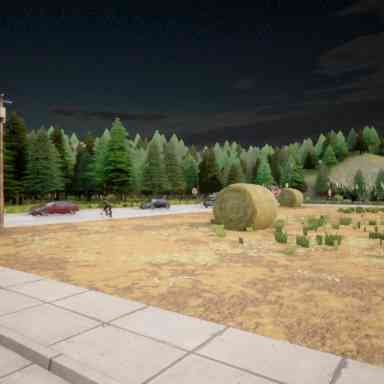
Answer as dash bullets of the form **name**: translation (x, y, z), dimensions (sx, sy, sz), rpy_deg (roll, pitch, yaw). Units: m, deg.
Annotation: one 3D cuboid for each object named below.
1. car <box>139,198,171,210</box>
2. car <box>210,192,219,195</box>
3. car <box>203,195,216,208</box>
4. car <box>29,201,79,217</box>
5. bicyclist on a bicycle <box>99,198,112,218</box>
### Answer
- **car**: translation (-4.663, 1.552, 42.774), dimensions (1.812, 1.442, 4.674), rpy_deg (0, 0, 37)
- **car**: translation (4.379, 0.906, 54.869), dimensions (2.150, 2.045, 5.566), rpy_deg (0, 0, 36)
- **car**: translation (3.530, 1.518, 47.769), dimensions (2.128, 1.511, 4.902), rpy_deg (0, 0, 37)
- **car**: translation (-12.974, 1.552, 31.535), dimensions (1.812, 1.442, 4.674), rpy_deg (0, 0, 37)
- **bicyclist on a bicycle**: translation (-7.010, 1.327, 27.018), dimensions (1.656, 1.620, 0.582), rpy_deg (0, 0, 36)
